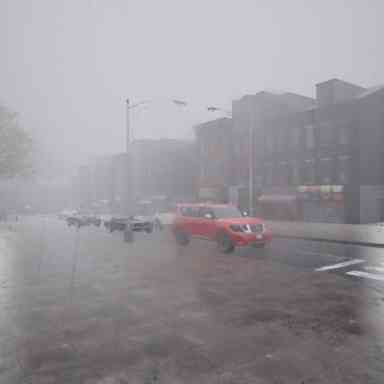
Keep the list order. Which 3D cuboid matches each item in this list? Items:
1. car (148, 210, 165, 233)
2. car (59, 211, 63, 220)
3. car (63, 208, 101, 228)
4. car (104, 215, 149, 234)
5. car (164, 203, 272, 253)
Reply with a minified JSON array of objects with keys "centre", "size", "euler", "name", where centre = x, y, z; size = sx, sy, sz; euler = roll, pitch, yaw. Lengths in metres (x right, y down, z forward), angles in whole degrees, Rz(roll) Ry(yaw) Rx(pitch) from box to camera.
[{"centre":[-0.653,1.796,23.441],"size":[2.150,2.045,5.566],"euler":[0,-2,-36],"name":"car"},{"centre":[-17.005,3.058,46.367],"size":[2.097,1.767,4.553],"euler":[0,-2,-36],"name":"car"},{"centre":[-10.490,2.441,32.167],"size":[2.097,1.767,4.553],"euler":[0,-2,-35],"name":"car"},{"centre":[-4.556,2.291,23.841],"size":[1.895,1.301,4.718],"euler":[0,-2,-36],"name":"car"},{"centre":[1.160,1.566,15.837],"size":[2.150,2.045,5.566],"euler":[0,-2,-35],"name":"car"}]
